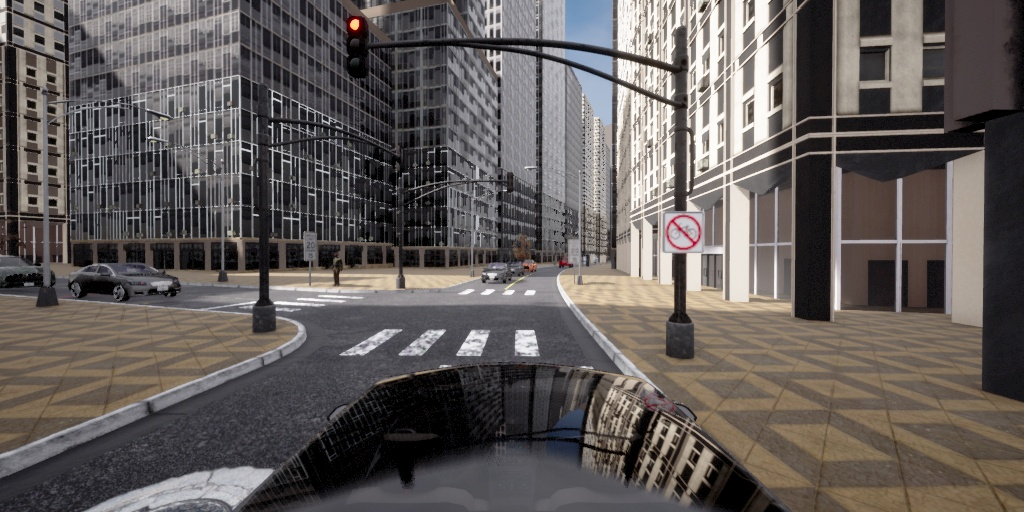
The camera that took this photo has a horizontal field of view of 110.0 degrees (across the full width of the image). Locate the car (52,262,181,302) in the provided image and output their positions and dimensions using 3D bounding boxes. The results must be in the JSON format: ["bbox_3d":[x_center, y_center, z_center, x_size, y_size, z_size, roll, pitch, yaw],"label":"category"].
[{"bbox_3d":[-16.666,1.039,15.440,4.902,1.511,2.128,1,1,17],"label":"car"}]

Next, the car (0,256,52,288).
[{"bbox_3d":[-25.665,0.771,18.066,4.553,1.767,2.097,1,1,16],"label":"car"}]

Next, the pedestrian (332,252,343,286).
[{"bbox_3d":[-9.523,0.716,19.442,0.375,1.860,0.375,0,0,16],"label":"pedestrian"}]

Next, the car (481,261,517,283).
[{"bbox_3d":[-1.117,1.276,28.175,2.128,1.511,4.902,0,0,7],"label":"car"}]

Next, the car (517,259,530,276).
[{"bbox_3d":[0.229,1.311,37.657,2.128,1.511,4.902,0,0,9],"label":"car"}]

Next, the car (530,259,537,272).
[{"bbox_3d":[2.008,1.220,47.435,2.097,1.767,4.553,0,0,12],"label":"car"}]
